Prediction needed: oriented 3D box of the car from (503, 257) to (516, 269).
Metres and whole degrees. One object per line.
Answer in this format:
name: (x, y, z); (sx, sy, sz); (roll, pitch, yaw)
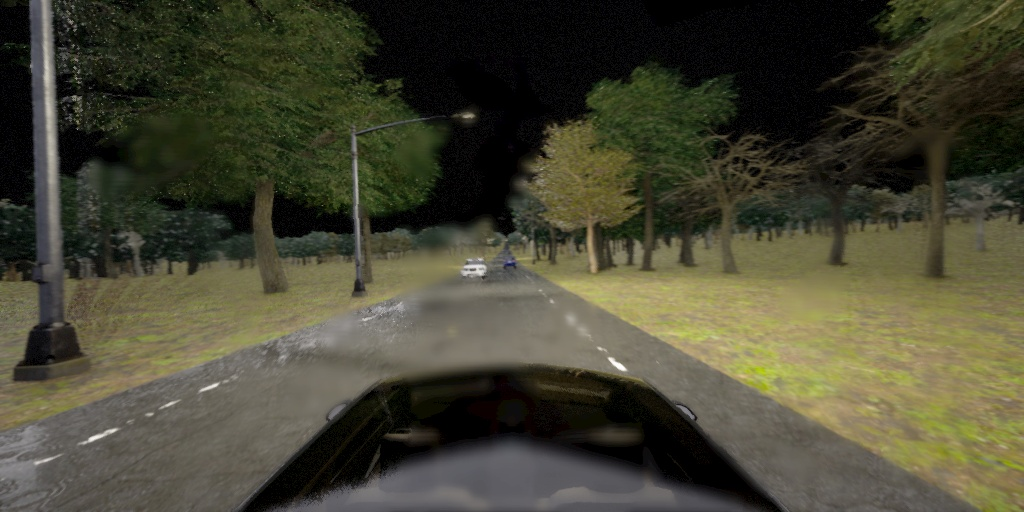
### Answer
car: (-0.432, 1.162, 65.130); (2.150, 2.045, 5.566); (-2, 0, -1)

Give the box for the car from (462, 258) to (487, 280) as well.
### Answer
car: (-3.815, 1.301, 37.394); (2.150, 2.045, 5.566); (-2, 0, -1)
